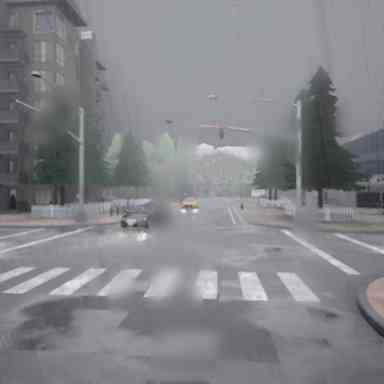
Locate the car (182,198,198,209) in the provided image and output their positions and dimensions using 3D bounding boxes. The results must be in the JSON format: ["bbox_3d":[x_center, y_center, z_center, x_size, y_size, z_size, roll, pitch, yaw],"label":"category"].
[{"bbox_3d":[-0.225,1.536,45.454,1.882,1.535,5.008,0,2,5],"label":"car"}]

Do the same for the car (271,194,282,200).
[{"bbox_3d":[20.786,1.471,83.686,1.845,1.501,3.633,0,0,6],"label":"car"}]

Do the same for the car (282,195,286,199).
[{"bbox_3d":[24.497,1.491,90.770,1.970,1.475,3.806,0,0,6],"label":"car"}]

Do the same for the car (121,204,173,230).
[{"bbox_3d":[-2.812,1.567,21.563,2.128,1.511,4.902,1,1,18],"label":"car"}]
